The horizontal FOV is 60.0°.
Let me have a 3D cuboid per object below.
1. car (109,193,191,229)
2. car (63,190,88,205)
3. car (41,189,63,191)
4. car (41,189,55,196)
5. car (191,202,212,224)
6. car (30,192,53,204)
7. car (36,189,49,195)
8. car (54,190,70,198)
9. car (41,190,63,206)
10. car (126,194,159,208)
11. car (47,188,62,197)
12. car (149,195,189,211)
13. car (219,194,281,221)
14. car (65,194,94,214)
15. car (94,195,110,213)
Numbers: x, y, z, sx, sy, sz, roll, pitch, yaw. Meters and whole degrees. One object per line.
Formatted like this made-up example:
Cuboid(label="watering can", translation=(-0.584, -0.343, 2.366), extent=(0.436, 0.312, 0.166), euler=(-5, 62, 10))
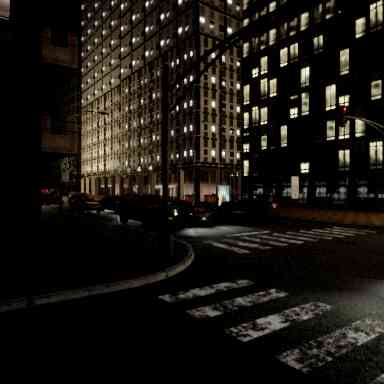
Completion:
Cuboid(label="car", translation=(-2.595, 1.008, 19.302), extent=(2.192, 1.841, 5.009), euler=(2, 0, -36))
Cuboid(label="car", translation=(-12.340, 0.813, 37.053), extent=(2.128, 1.511, 4.902), euler=(0, 1, -36))
Cuboid(label="car", translation=(-25.554, 0.382, 60.590), extent=(1.994, 1.385, 4.181), euler=(0, 1, -36))
Cuboid(label="car", translation=(-31.808, 0.096, 73.597), extent=(1.887, 1.381, 4.507), euler=(1, 0, -36))
Cuboid(label="car", translation=(-0.671, 1.220, 21.026), extent=(1.812, 1.442, 4.674), euler=(0, 1, -36))
Cuboid(label="car", translation=(-18.936, 0.752, 41.710), extent=(1.802, 1.307, 4.206), euler=(2, 0, -36))
Cuboid(label="car", translation=(-35.076, -0.011, 78.080), extent=(1.887, 1.381, 4.507), euler=(1, 0, -36))
Cuboid(label="car", translation=(-25.274, 0.309, 64.632), extent=(1.887, 1.381, 4.507), euler=(1, 0, -36))
Cuboid(label="car", translation=(-15.669, 0.827, 37.229), extent=(2.008, 1.369, 4.403), euler=(2, 0, -36))
Cuboid(label="car", translation=(-5.669, 0.965, 37.736), extent=(1.947, 1.339, 4.313), euler=(1, 0, -36))
Cuboid(label="car", translation=(-28.538, 0.099, 69.114), extent=(1.967, 1.590, 4.097), euler=(1, 0, -36))
Cuboid(label="car", translation=(-2.402, 1.070, 33.253), extent=(1.947, 1.339, 4.313), euler=(1, 0, -36))
Cuboid(label="car", translation=(4.140, 1.027, 24.287), extent=(2.192, 1.841, 5.009), euler=(1, 0, -36))
Cuboid(label="car", translation=(-9.136, 1.067, 28.266), extent=(1.802, 1.307, 4.206), euler=(2, 0, -36))
Cuboid(label="car", translation=(-6.449, 0.988, 28.954), extent=(1.882, 1.535, 5.008), euler=(0, 1, -36))
